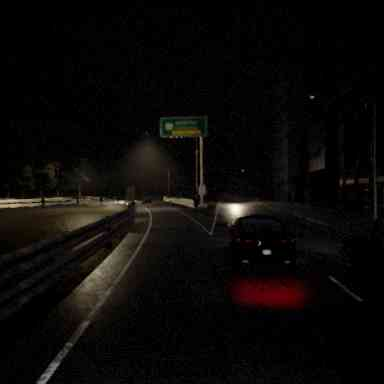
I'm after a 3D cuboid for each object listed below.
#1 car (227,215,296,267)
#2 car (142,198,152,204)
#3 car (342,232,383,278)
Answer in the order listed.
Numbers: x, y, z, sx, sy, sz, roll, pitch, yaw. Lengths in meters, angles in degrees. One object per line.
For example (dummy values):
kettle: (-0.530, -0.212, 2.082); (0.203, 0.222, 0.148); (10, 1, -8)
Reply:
car: (2.308, 1.540, 11.752); (1.882, 1.535, 5.008); (0, 0, 5)
car: (-9.064, 1.796, 67.246); (1.895, 1.301, 4.718); (0, 0, -10)
car: (5.526, 1.631, 8.452); (1.895, 1.301, 4.718); (0, 0, 5)
